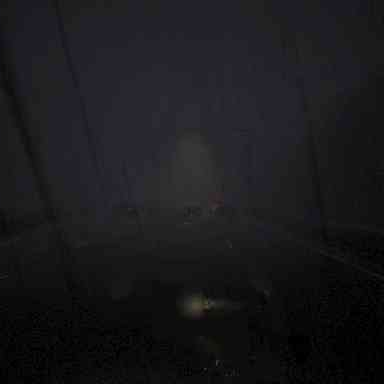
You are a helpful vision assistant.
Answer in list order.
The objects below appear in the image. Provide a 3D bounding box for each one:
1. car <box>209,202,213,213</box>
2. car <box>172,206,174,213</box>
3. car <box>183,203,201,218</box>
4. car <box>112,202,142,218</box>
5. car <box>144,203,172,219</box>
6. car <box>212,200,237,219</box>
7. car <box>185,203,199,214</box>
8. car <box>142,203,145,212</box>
[{"bbox_3d":[3.502,1.942,45.443,2.097,1.767,4.553,0,-1,0],"label":"car"},{"bbox_3d":[-3.498,2.192,45.486,1.895,1.301,4.718,0,-1,0],"label":"car"},{"bbox_3d":[0.001,2.062,35.415,1.895,1.301,4.718,0,-1,0],"label":"car"},{"bbox_3d":[-6.999,1.811,35.325,2.097,1.767,4.553,0,-1,0],"label":"car"},{"bbox_3d":[-3.499,1.933,34.970,1.882,1.535,5.008,0,-1,0],"label":"car"},{"bbox_3d":[3.501,1.933,34.970,1.882,1.535,5.008,0,-1,0],"label":"car"},{"bbox_3d":[0.003,2.193,45.539,1.895,1.301,4.718,0,-1,0],"label":"car"},{"bbox_3d":[-6.998,2.155,45.498,1.994,1.385,4.181,0,-1,0],"label":"car"}]
